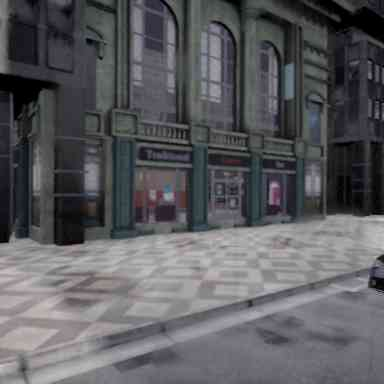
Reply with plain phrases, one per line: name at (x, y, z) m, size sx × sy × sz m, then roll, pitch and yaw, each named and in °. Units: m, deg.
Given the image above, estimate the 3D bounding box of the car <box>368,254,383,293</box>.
car at (5.832, 1.571, 7.483) m, size 4.181 × 1.385 × 1.994 m, roll 0°, pitch 0°, yaw -35°
